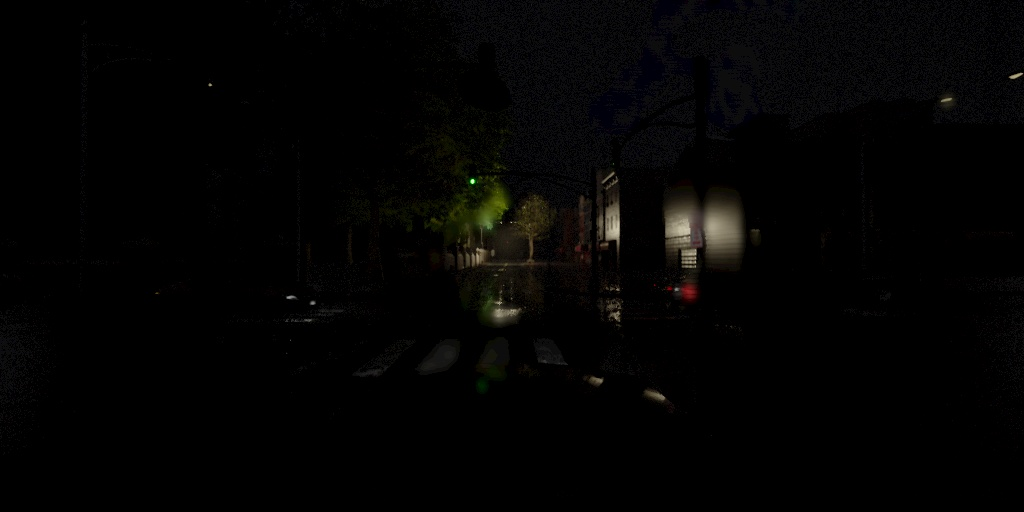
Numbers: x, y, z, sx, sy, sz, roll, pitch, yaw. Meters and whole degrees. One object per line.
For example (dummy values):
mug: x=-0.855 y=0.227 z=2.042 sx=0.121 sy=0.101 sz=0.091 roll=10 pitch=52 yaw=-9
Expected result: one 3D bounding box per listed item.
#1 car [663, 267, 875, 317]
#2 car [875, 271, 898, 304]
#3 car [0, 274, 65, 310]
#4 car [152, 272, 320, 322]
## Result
car: x=7.774 y=1.104 z=11.436 sx=5.357 sy=1.411 sz=2.033 roll=0 pitch=-1 yaw=0
car: x=12.442 y=1.114 z=14.046 sx=4.313 sy=1.339 sz=1.948 roll=0 pitch=0 yaw=0
car: x=-20.542 y=1.385 z=14.197 sx=4.403 sy=1.370 sz=2.007 roll=0 pitch=0 yaw=0
car: x=-8.727 y=1.238 z=11.513 sx=4.674 sy=1.442 sz=1.812 roll=0 pitch=-1 yaw=0
